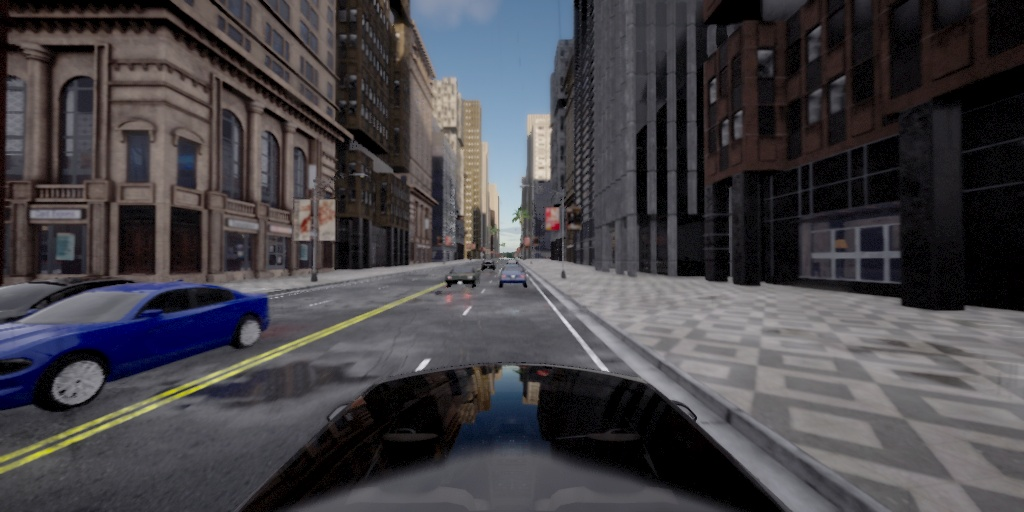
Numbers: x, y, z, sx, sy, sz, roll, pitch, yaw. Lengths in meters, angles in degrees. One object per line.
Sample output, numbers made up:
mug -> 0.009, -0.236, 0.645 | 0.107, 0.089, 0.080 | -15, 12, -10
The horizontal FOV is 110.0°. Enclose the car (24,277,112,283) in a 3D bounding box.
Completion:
car -> -9.844, 1.255, 7.752 | 1.837, 1.490, 4.892 | 0, 0, 0

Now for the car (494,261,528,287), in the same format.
car -> 0.084, 1.298, 24.455 | 2.033, 1.411, 5.357 | 0, 0, 0

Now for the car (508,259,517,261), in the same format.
car -> 0.080, 1.217, 50.588 | 1.882, 1.535, 5.008 | 0, 0, 0

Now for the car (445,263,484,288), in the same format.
car -> -3.161, 1.351, 24.037 | 1.895, 1.301, 4.718 | 0, 0, 0

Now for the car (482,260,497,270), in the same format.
car -> -3.171, 1.244, 50.167 | 1.837, 1.490, 4.892 | 0, 0, 0

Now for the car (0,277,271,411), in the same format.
car -> -6.596, 1.228, 6.311 | 1.882, 1.535, 5.008 | 0, 0, 0
